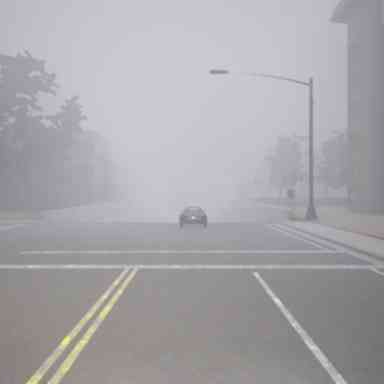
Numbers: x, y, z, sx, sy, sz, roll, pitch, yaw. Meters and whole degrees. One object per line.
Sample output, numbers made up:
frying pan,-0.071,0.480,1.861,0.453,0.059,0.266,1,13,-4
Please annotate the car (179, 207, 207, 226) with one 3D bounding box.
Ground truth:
car,0.092,1.773,24.924,1.994,1.385,4.181,0,-1,0
